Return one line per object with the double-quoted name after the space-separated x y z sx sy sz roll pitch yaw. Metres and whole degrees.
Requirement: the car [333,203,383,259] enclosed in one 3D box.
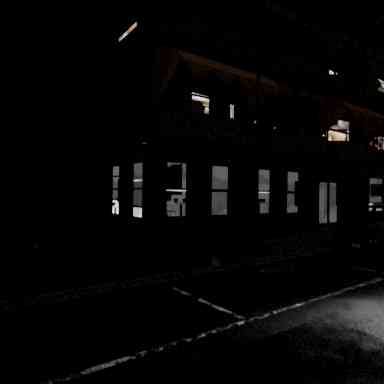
7.023 1.319 11.579 5.009 1.841 2.192 0 1 -36 "car"
